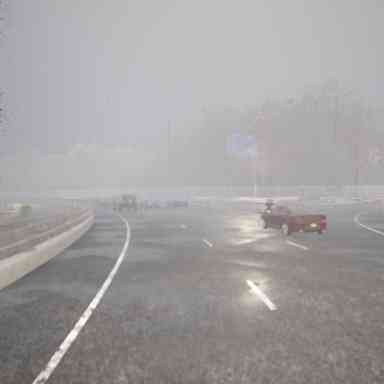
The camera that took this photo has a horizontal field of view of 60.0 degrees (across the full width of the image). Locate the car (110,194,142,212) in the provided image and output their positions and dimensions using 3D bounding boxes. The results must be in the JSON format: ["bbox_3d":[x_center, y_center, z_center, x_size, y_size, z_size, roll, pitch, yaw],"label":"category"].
[{"bbox_3d":[-7.979,1.241,39.731,2.150,2.045,5.566,0,0,-23],"label":"car"}]

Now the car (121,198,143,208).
[{"bbox_3d":[-9.235,1.582,50.673,1.994,1.385,4.181,0,0,-30],"label":"car"}]

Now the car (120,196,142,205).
[{"bbox_3d":[-11.336,1.516,61.181,2.128,1.511,4.902,0,0,-35],"label":"car"}]

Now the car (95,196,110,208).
[{"bbox_3d":[-12.141,1.533,48.656,2.128,1.511,4.902,0,0,-30],"label":"car"}]

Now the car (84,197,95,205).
[{"bbox_3d":[-17.217,1.576,57.386,1.837,1.490,4.892,0,0,-35],"label":"car"}]

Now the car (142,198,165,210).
[{"bbox_3d":[-5.490,1.600,42.905,1.895,1.301,4.718,0,0,-23],"label":"car"}]

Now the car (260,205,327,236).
[{"bbox_3d":[5.320,1.423,18.126,1.882,1.535,5.008,0,0,-10],"label":"car"}]

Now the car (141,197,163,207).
[{"bbox_3d":[-6.444,1.560,52.860,1.994,1.385,4.181,0,0,-30],"label":"car"}]

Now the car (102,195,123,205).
[{"bbox_3d":[-14.260,1.399,59.259,2.097,1.767,4.553,0,0,-35],"label":"car"}]

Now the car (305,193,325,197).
[{"bbox_3d":[18.574,0.892,51.756,4.553,1.767,2.097,0,0,0],"label":"car"}]

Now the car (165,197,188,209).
[{"bbox_3d":[-2.163,1.452,44.006,1.882,1.535,5.008,0,0,-23],"label":"car"}]
